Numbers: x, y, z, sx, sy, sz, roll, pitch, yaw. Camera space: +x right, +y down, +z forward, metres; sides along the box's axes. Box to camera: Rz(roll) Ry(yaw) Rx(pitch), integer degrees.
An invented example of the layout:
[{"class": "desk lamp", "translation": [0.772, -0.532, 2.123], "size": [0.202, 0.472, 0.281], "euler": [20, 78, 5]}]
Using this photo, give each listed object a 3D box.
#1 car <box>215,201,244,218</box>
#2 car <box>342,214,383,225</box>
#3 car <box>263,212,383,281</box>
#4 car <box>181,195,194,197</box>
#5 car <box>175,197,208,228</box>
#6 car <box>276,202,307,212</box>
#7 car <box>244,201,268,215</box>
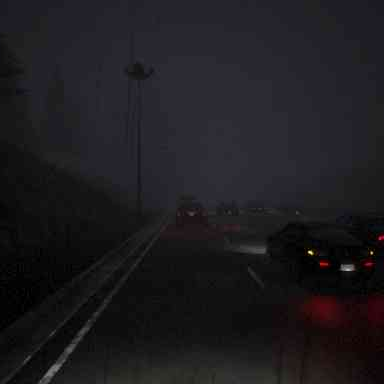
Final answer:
[{"class": "car", "translation": [3.322, 1.634, 32.162], "size": [2.128, 1.511, 4.902], "euler": [0, 0, -1]}, {"class": "car", "translation": [7.032, 1.597, 13.635], "size": [2.033, 1.411, 5.357], "euler": [0, 0, 0]}, {"class": "car", "translation": [3.546, 1.565, 9.893], "size": [1.812, 1.442, 4.674], "euler": [0, 0, 0]}, {"class": "car", "translation": [-0.575, 1.427, 43.902], "size": [2.150, 2.045, 5.566], "euler": [0, 0, -2]}, {"class": "car", "translation": [-0.037, 1.458, 23.148], "size": [2.097, 1.767, 4.553], "euler": [0, 0, -1]}, {"class": "car", "translation": [10.258, 1.741, 34.803], "size": [1.895, 1.301, 4.718], "euler": [0, 0, -2]}, {"class": "car", "translation": [6.730, 1.700, 35.794], "size": [2.033, 1.411, 5.357], "euler": [0, 0, -2]}]
